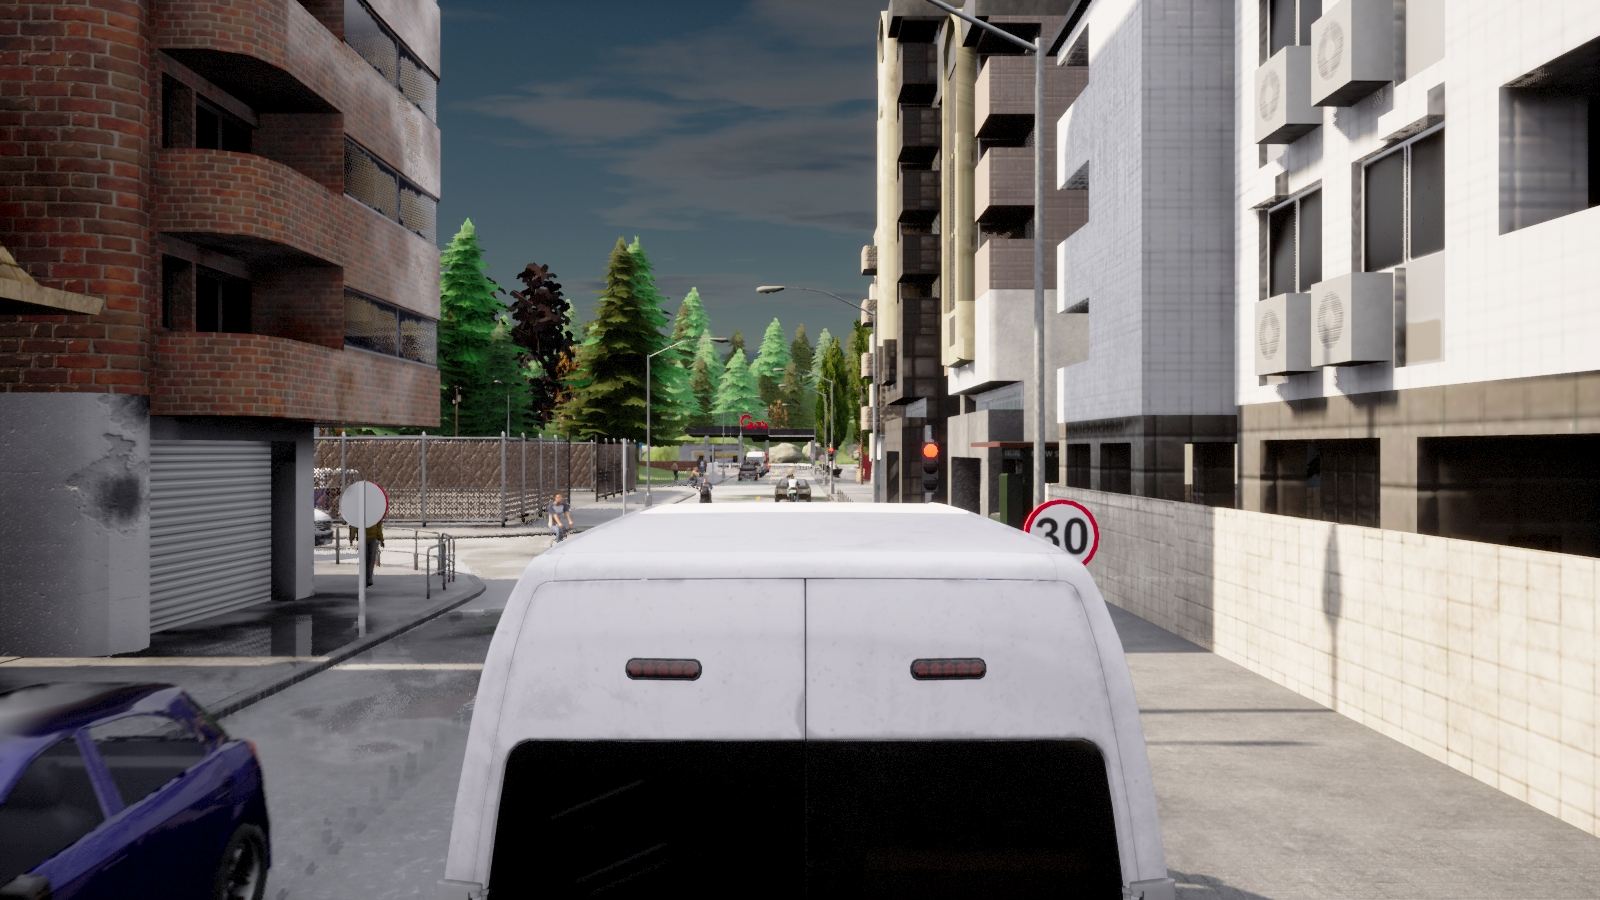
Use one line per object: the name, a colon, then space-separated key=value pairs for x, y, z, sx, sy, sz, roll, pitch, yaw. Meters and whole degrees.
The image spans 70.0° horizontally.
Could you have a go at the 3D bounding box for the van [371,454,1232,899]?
van: x=-0.009 y=1.312 z=5.597 sx=1.988 sy=2.561 sz=5.915 roll=0 pitch=0 yaw=0

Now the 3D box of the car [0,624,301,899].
car: x=-3.978 y=1.816 z=5.192 sx=1.845 sy=1.501 sz=3.633 roll=0 pitch=0 yaw=0

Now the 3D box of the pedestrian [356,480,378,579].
pedestrian: x=-8.239 y=1.507 z=21.754 sx=0.375 sy=1.860 sz=0.375 roll=0 pitch=0 yaw=-19

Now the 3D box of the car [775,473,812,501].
car: x=-0.339 y=1.912 z=60.159 sx=1.895 sy=1.301 sz=4.718 roll=0 pitch=0 yaw=0

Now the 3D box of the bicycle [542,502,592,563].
bicycle: x=-5.496 y=1.925 z=26.873 sx=0.373 sy=1.296 sz=1.643 roll=-6 pitch=4 yaw=-37

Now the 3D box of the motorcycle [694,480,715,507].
motorcycle: x=-4.334 y=1.973 z=52.180 sx=0.803 sy=1.145 sz=2.033 roll=0 pitch=0 yaw=0
